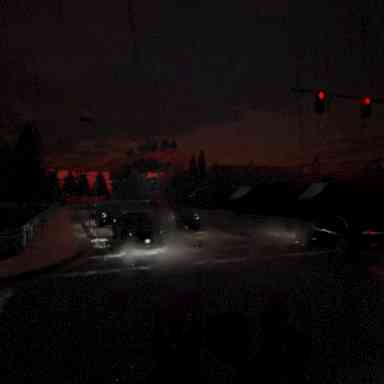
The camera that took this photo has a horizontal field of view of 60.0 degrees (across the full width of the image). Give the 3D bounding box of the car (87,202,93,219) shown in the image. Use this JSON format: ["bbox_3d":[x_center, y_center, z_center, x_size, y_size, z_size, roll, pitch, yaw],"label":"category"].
[{"bbox_3d":[-9.353,2.005,33.952,1.895,1.301,4.718,-1,0,-21],"label":"car"}]

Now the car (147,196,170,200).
[{"bbox_3d":[-4.895,1.711,52.339,2.150,2.045,5.566,-1,0,-21],"label":"car"}]

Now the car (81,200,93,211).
[{"bbox_3d":[-16.391,2.041,52.766,2.097,1.767,4.553,-1,0,-21],"label":"car"}]

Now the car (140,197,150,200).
[{"bbox_3d":[-8.454,2.003,51.582,1.882,1.535,5.008,-1,0,-21],"label":"car"}]

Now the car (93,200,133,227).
[{"bbox_3d":[-6.168,1.657,25.555,2.097,1.767,4.553,-1,0,-21],"label":"car"}]

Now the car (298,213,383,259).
[{"bbox_3d":[5.839,1.554,12.897,2.128,1.511,4.902,0,-1,-8],"label":"car"}]

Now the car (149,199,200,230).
[{"bbox_3d":[-1.114,1.573,22.097,2.097,1.767,4.553,-1,0,-21],"label":"car"}]

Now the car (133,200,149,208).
[{"bbox_3d":[-4.333,1.813,30.584,2.128,1.511,4.902,-1,0,-21],"label":"car"}]

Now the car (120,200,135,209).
[{"bbox_3d":[-11.613,2.188,59.903,1.994,1.385,4.181,-1,0,-21],"label":"car"}]

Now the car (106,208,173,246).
[{"bbox_3d":[-2.836,1.749,16.780,2.033,1.411,5.357,-1,0,-21],"label":"car"}]
